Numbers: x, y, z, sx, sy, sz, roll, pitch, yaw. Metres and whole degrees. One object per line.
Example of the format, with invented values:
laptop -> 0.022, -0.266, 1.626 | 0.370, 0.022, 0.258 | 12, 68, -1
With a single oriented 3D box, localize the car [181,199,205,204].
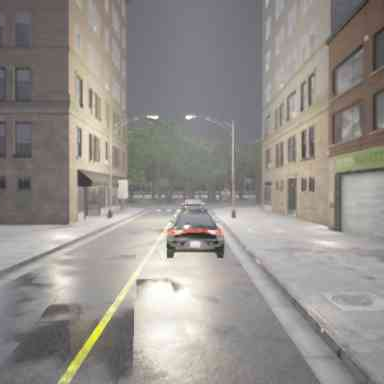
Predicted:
car -> 0.108, 1.344, 28.230 | 2.128, 1.511, 4.902 | 0, 0, 0

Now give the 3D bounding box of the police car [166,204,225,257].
police car -> 0.102, 1.436, 12.706 | 2.038, 1.542, 4.974 | 0, 0, 0
